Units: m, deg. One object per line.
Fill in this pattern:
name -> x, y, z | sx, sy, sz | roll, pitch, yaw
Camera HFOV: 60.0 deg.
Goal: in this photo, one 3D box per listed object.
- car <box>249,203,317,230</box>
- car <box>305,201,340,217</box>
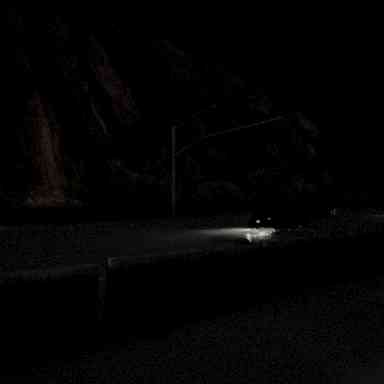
car -> 5.535, 1.562, 20.879 | 4.181, 1.385, 1.994 | 0, 0, -36
car -> 10.671, 1.508, 28.902 | 5.357, 1.411, 2.033 | 0, 0, -36
